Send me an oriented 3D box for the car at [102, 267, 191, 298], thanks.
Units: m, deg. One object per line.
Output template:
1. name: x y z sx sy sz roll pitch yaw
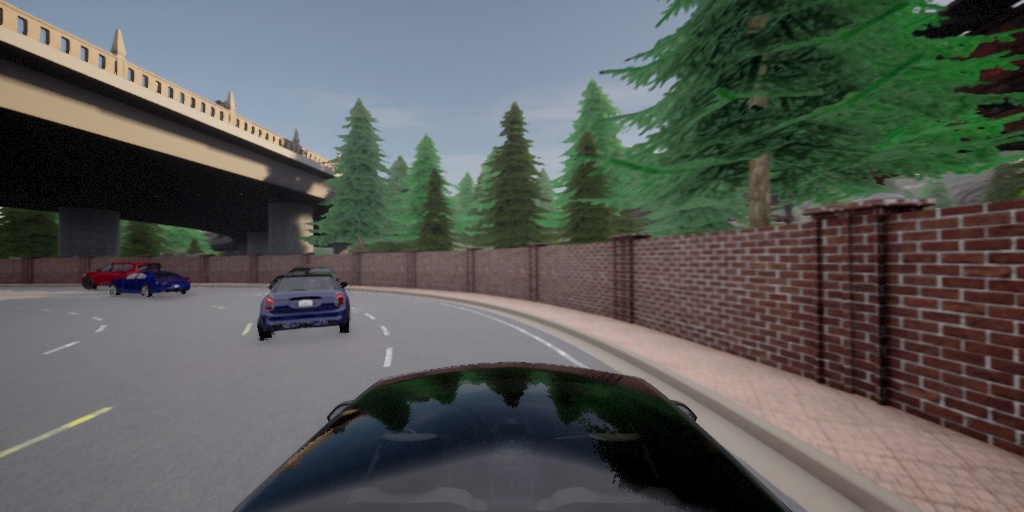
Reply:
1. car: -21.871 1.623 21.670 5.008 1.535 1.882 -1 -1 18

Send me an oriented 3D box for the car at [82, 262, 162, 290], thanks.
1. car: -29.013 1.487 26.922 5.566 2.045 2.150 0 -1 10

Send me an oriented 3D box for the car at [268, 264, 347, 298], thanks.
1. car: -12.196 1.399 21.285 4.553 1.767 2.097 -1 -1 31

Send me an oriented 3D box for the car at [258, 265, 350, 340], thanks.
1. car: -6.206 1.247 10.985 2.097 1.767 4.553 0 0 -27
